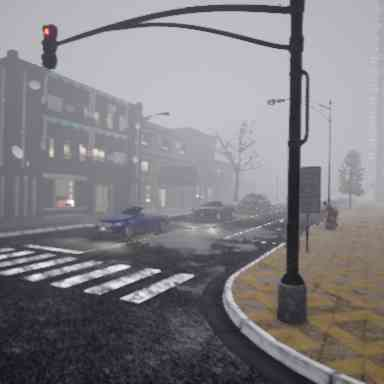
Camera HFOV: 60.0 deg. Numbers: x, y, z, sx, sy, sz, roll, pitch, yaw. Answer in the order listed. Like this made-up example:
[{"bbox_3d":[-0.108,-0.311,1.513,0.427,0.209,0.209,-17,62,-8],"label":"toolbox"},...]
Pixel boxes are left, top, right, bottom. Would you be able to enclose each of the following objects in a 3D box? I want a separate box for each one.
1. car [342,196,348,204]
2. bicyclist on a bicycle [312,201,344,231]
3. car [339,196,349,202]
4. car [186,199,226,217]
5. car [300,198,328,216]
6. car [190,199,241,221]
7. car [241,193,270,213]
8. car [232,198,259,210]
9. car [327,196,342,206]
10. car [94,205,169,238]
[{"bbox_3d":[29.860,1.622,67.407,1.947,1.339,4.313,2,1,28],"label":"car"},{"bbox_3d":[7.450,1.327,18.273,1.656,1.620,0.582,1,0,28],"label":"bicyclist on a bicycle"},{"bbox_3d":[37.715,1.646,82.408,1.947,1.339,4.313,2,1,28],"label":"car"},{"bbox_3d":[1.404,1.432,31.406,2.008,1.369,4.403,2,1,28],"label":"car"},{"bbox_3d":[11.625,1.556,32.361,2.008,1.369,4.403,2,1,28],"label":"car"},{"bbox_3d":[1.909,1.391,26.528,1.882,1.535,5.008,1,0,28],"label":"car"},{"bbox_3d":[6.818,1.148,35.876,2.150,2.045,5.566,1,0,28],"label":"car"},{"bbox_3d":[6.695,1.441,41.378,1.887,1.381,4.507,2,1,28],"label":"car"},{"bbox_3d":[22.006,1.578,52.408,1.887,1.381,4.507,2,1,28],"label":"car"},{"bbox_3d":[-2.938,1.427,17.265,1.812,1.442,4.674,1,0,30],"label":"car"}]
